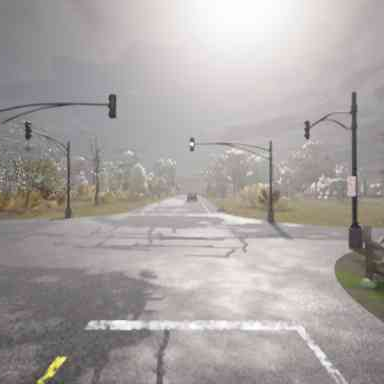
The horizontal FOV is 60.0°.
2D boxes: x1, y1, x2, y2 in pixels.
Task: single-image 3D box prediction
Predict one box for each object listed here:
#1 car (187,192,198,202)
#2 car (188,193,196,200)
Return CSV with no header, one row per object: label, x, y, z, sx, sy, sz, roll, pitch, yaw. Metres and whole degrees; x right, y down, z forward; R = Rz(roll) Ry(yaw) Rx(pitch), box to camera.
car,0.052,0.955,69.667,2.150,2.045,5.566,0,0,0
car,0.059,1.021,80.058,1.882,1.535,5.008,0,0,0
